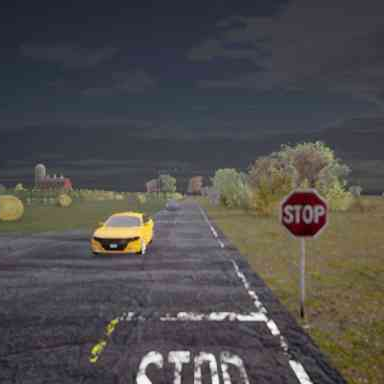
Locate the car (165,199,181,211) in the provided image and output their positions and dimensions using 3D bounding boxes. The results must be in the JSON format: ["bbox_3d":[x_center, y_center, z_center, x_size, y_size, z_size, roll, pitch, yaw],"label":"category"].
[{"bbox_3d":[-2.764,1.857,49.033,2.097,1.767,4.553,0,-1,0],"label":"car"}]

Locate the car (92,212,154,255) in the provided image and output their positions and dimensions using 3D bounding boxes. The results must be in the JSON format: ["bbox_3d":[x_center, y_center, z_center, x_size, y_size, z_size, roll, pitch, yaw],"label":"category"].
[{"bbox_3d":[-2.750,1.626,14.181,1.882,1.535,5.008,0,0,0],"label":"car"}]
